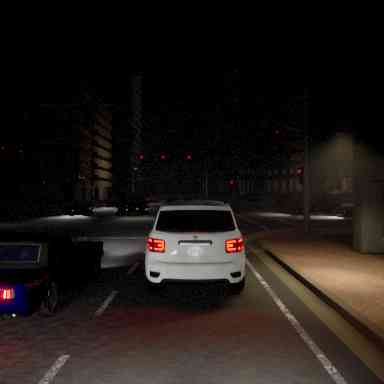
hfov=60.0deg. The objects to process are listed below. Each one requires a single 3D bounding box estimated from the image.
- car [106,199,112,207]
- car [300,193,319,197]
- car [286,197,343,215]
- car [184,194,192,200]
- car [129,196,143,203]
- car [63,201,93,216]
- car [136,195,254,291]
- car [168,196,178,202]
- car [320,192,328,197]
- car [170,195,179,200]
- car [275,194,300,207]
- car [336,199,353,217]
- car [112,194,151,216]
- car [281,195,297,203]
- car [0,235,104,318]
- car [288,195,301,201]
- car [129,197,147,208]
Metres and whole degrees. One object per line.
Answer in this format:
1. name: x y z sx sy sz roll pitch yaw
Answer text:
1. car: -11.403 1.601 49.740 1.895 1.301 4.718 0 0 0
2. car: 16.145 1.156 47.095 1.905 1.878 3.866 0 0 0
3. car: 12.305 1.505 32.918 4.892 1.490 1.837 0 0 0
4. car: -0.962 1.303 85.852 1.882 1.535 5.008 0 0 0
5. car: -11.390 1.547 68.189 2.033 1.411 5.357 0 0 0
6. car: -11.153 1.562 32.839 1.994 1.385 4.181 0 0 -3
7. car: 0.096 1.221 9.126 2.150 2.045 5.566 0 0 1
8. car: -4.428 1.550 77.684 1.994 1.385 4.181 0 0 0
9. car: 30.174 1.153 79.723 1.932 1.855 4.605 0 0 0
10. car: -4.462 1.378 85.837 1.994 1.385 4.181 0 0 0
11. car: 13.251 1.153 47.147 1.932 1.855 4.605 0 0 0
12. car: 15.459 1.564 29.382 4.181 1.385 1.994 0 0 1
13. car: -6.091 1.224 33.061 2.150 2.045 5.566 -1 0 -23
14. car: 18.839 1.395 64.564 1.970 1.475 3.806 0 0 0
15. car: -3.417 1.601 7.376 1.895 1.301 4.718 0 0 1
16. car: 24.596 1.395 79.670 1.970 1.475 3.806 0 0 0
17. car: -7.903 1.477 49.500 1.882 1.535 5.008 0 0 0
